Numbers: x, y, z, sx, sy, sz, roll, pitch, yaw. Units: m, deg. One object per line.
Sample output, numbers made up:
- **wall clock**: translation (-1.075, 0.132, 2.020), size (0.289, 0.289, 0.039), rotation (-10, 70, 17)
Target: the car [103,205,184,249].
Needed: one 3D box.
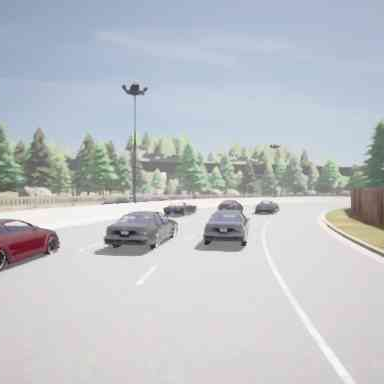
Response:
- **car**: translation (-2.008, 1.530, 14.564), size (2.033, 1.411, 5.357), rotation (0, 0, 10)

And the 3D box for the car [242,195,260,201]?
- **car**: translation (14.152, 1.448, 79.415), size (1.895, 1.301, 4.718), rotation (0, 0, 45)

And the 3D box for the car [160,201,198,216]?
- **car**: translation (-0.990, 1.576, 31.737), size (1.895, 1.301, 4.718), rotation (0, 0, 20)

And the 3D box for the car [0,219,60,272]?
- **car**: translation (-6.037, 1.533, 10.629), size (1.994, 1.385, 4.181), rotation (0, 0, 7)

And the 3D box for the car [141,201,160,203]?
- **car**: translation (-4.507, 1.431, 41.934), size (1.882, 1.535, 5.008), rotation (0, 0, 26)

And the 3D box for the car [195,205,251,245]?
- **car**: translation (1.719, 1.544, 15.553), size (2.033, 1.411, 5.357), rotation (0, 0, 11)

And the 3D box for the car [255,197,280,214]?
- **car**: translation (8.049, 1.573, 35.282), size (1.994, 1.385, 4.181), rotation (0, 0, 24)

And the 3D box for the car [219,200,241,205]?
- **car**: translation (4.065, 1.519, 34.932), size (1.812, 1.442, 4.674), rotation (0, 0, 23)
